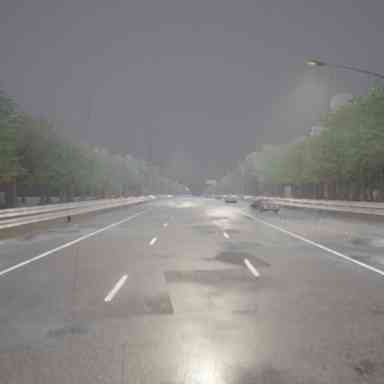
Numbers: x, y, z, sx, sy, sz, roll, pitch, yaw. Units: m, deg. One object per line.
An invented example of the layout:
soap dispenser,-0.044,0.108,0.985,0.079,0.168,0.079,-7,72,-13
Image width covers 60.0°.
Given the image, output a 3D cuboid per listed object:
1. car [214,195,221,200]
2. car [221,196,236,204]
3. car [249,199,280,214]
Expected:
car,7.129,1.475,91.147,1.812,1.442,4.674,0,0,0
car,7.016,1.442,61.389,1.994,1.385,4.181,0,0,0
car,7.497,1.485,34.785,2.033,1.411,5.357,0,0,-6
